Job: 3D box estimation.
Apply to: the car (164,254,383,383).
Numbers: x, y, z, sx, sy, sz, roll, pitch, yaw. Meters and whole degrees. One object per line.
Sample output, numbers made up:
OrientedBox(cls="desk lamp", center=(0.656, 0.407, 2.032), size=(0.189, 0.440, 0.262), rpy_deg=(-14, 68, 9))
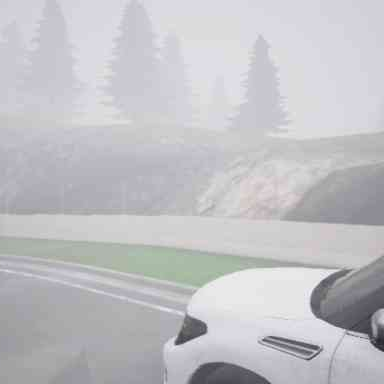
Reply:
OrientedBox(cls="car", center=(2.387, 1.220, 2.268), size=(5.566, 2.045, 2.150), rpy_deg=(0, 0, 36))
